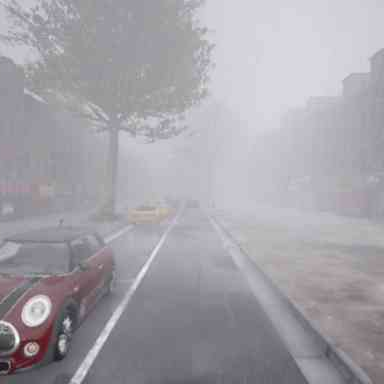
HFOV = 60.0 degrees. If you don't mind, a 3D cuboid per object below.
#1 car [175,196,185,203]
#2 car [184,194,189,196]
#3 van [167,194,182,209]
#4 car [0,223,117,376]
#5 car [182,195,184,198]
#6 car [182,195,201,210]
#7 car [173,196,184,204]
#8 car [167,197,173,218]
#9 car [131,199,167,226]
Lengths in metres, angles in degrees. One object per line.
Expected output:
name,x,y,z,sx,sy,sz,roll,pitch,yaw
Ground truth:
car,-2.627,1.607,72.165,2.008,1.369,4.403,1,0,0
car,0.009,1.512,58.084,1.882,1.535,5.008,0,0,1
van,-2.618,1.358,44.489,1.690,1.788,3.998,2,0,0
car,-2.615,1.439,5.743,1.967,1.590,4.097,2,0,0
car,-2.625,1.596,55.559,1.947,1.339,4.313,2,0,0
car,0.044,1.522,43.869,1.837,1.490,4.892,0,0,0
car,-2.626,1.591,66.630,1.887,1.381,4.507,2,0,0
car,-3.018,1.480,30.267,1.882,1.535,5.008,0,0,0
car,-3.028,1.456,23.455,1.801,1.575,5.366,0,0,0
